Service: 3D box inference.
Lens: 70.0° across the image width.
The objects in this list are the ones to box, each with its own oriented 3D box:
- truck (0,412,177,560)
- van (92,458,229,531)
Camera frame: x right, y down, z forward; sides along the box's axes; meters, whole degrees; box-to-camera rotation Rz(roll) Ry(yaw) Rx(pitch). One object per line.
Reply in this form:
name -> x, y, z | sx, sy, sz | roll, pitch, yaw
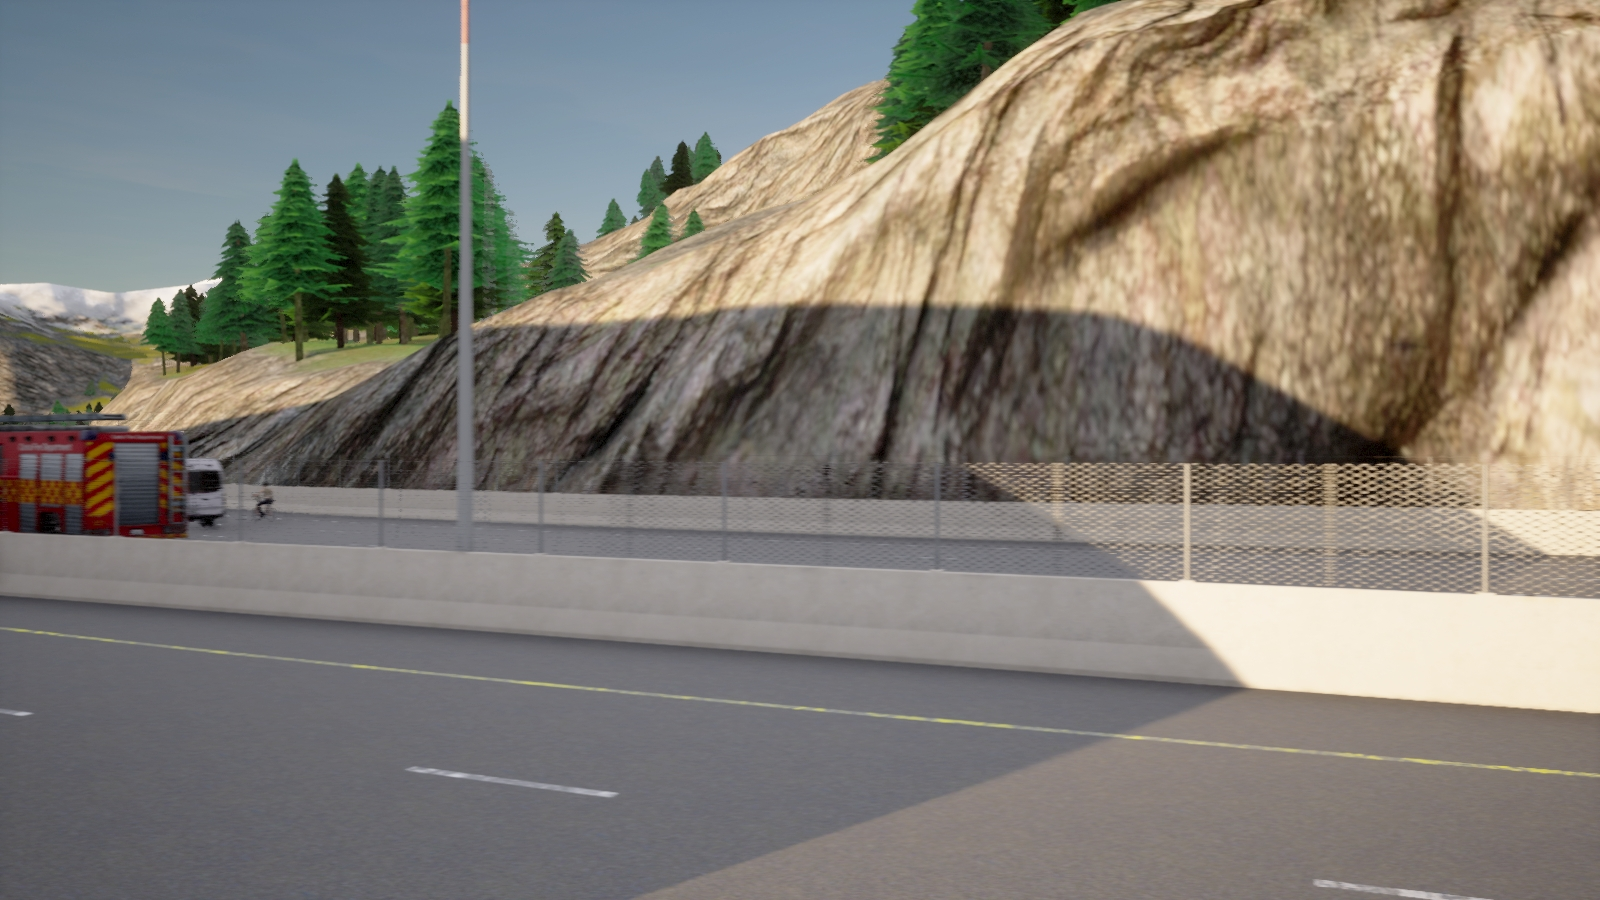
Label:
truck -> -21.916, 0.935, 33.084 | 8.468, 3.827, 2.891 | 0, 0, 31
van -> -24.043, 1.590, 42.868 | 5.915, 2.561, 1.988 | 0, 0, 34
